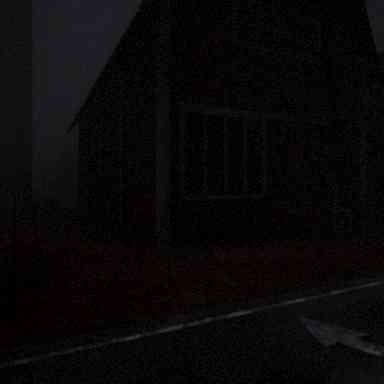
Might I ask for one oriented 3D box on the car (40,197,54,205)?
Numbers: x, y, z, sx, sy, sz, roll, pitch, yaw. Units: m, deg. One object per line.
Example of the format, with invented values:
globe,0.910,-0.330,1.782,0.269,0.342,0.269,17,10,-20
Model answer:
car,-22.394,1.407,51.544,1.994,1.381,4.181,0,0,-26
